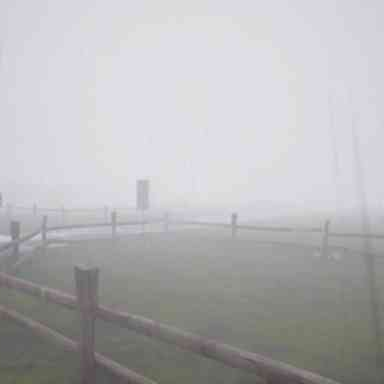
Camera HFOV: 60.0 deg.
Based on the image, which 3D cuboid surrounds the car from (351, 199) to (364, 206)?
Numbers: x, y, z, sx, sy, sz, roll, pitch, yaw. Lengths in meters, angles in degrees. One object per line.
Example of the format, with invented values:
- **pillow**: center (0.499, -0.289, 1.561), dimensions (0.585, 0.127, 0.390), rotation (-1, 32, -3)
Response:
- **car**: center (42.009, 2.709, 85.329), dimensions (2.128, 1.511, 4.902), rotation (-1, -1, 35)
